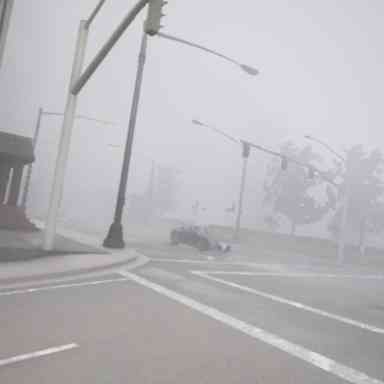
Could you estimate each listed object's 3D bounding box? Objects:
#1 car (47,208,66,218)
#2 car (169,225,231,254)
[{"bbox_3d":[-19.978,2.931,49.095,1.812,1.442,4.674,11,-7,-36],"label":"car"},{"bbox_3d":[0.446,2.919,21.068,2.128,1.511,4.902,11,-6,-36],"label":"car"}]
